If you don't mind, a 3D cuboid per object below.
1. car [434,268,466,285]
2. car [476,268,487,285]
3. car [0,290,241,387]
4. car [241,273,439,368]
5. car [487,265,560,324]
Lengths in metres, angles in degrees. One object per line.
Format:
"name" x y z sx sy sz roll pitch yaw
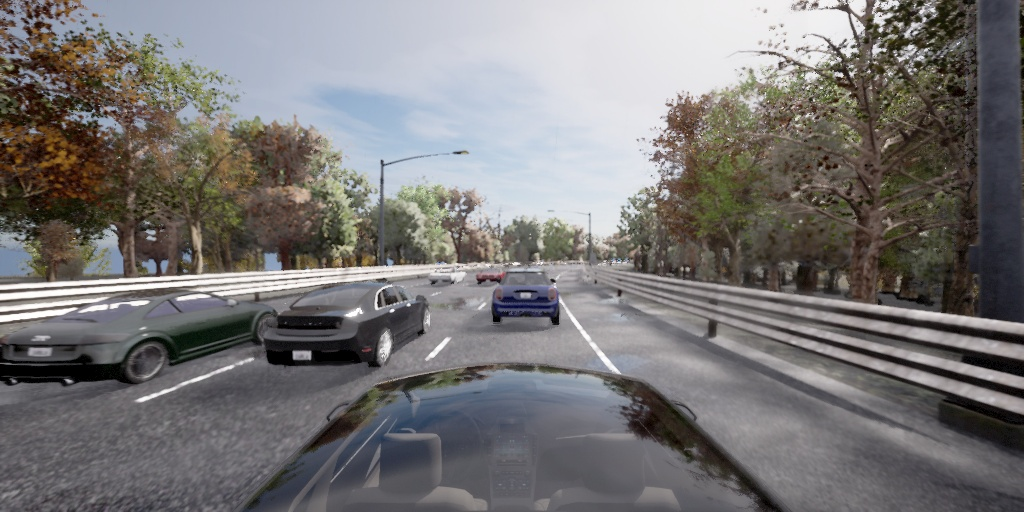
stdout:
"car" -5.123 1.613 29.094 1.895 1.301 4.718 0 -1 7
"car" -1.543 1.629 29.493 1.895 1.301 4.718 0 -1 7
"car" -6.736 1.364 7.166 1.994 1.385 4.181 0 0 2
"car" -3.204 1.317 8.029 1.837 1.490 4.892 0 0 2
"car" 0.508 1.216 12.740 2.097 1.767 4.553 0 -1 3
